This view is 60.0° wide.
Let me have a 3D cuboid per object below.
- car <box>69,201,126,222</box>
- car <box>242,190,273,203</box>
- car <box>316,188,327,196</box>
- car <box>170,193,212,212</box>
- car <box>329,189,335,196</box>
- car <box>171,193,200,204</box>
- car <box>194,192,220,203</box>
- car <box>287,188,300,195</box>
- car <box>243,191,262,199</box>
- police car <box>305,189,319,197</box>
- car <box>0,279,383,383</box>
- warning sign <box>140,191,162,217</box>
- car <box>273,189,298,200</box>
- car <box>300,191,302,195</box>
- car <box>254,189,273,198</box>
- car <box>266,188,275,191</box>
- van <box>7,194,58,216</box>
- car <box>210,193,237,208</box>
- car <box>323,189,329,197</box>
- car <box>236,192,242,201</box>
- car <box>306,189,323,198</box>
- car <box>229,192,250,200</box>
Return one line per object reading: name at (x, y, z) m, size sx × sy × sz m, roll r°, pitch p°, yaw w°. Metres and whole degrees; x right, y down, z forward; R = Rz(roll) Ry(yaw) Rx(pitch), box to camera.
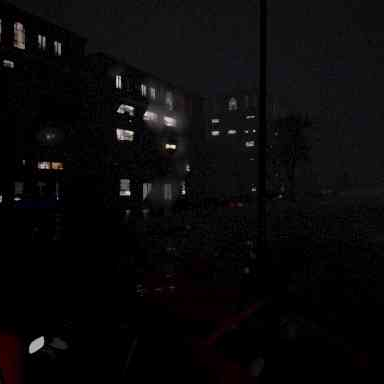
car at (-6.676, 1.329, 23.745) m, size 1.947 × 1.339 × 4.313 m, roll 2°, pitch 2°, yaw 35°
car at (9.223, 0.877, 46.603) m, size 2.008 × 1.369 × 4.403 m, roll 2°, pitch 2°, yaw 35°
car at (33.119, -0.033, 84.768) m, size 2.097 × 1.767 × 4.553 m, roll 0°, pitch 1°, yaw 28°
car at (-0.317, 1.132, 32.887) m, size 1.887 × 1.381 × 4.507 m, roll 2°, pitch 2°, yaw 35°
car at (34.662, 0.080, 83.176) m, size 1.967 × 1.590 × 4.097 m, roll 2°, pitch 2°, yaw 35°
car at (-0.836, 0.910, 46.816) m, size 1.947 × 1.339 × 4.313 m, roll 2°, pitch 2°, yaw 35°
car at (2.343, 0.808, 51.388) m, size 2.008 × 1.369 × 4.403 m, roll 2°, pitch 2°, yaw 35°
car at (24.604, -0.029, 83.385) m, size 2.192 × 1.841 × 5.009 m, roll 2°, pitch 2°, yaw 35°
car at (11.786, 0.526, 64.963) m, size 1.752 × 1.417 × 4.829 m, roll 2°, pitch 2°, yaw 35°
police car at (27.663, 0.191, 76.647) m, size 1.930 × 1.638 × 5.238 m, roll 0°, pitch 1°, yaw 32°
car at (-0.316, 1.544, 3.095) m, size 4.507 × 1.381 × 1.887 m, roll 0°, pitch 0°, yaw 36°
warning sign at (-3.057, 0.851, 24.823) m, size 1.300 × 1.860 × 1.060 m, roll -1°, pitch 0°, yaw 35°
car at (15.680, 0.676, 55.886) m, size 1.752 × 1.417 × 4.829 m, roll 2°, pitch 2°, yaw 35°
car at (27.781, 0.115, 87.963) m, size 1.887 × 1.381 × 4.507 m, roll 2°, pitch 2°, yaw 35°
car at (15.066, 0.227, 69.670) m, size 2.192 × 1.841 × 5.009 m, roll 2°, pitch 2°, yaw 35°
car at (13.187, 0.357, 57.029) m, size 2.150 × 2.045 × 5.566 m, roll 1°, pitch 1°, yaw 35°
van at (-13.553, 1.035, 28.523) m, size 1.690 × 1.788 × 3.998 m, roll 2°, pitch 2°, yaw 35°
car at (2.863, 1.051, 37.459) m, size 2.008 × 1.369 × 4.403 m, roll 2°, pitch 2°, yaw 35°
car at (28.301, 0.361, 74.034) m, size 2.008 × 1.369 × 4.403 m, roll 2°, pitch 2°, yaw 35°
car at (7.563, 0.816, 48.861) m, size 1.812 × 1.442 × 4.674 m, roll 1°, pitch 1°, yaw 35°
car at (25.122, 0.446, 69.464) m, size 2.008 × 1.369 × 4.403 m, roll 2°, pitch 2°, yaw 35°
car at (8.703, 0.650, 60.533) m, size 1.947 × 1.339 × 4.313 m, roll 2°, pitch 2°, yaw 35°
